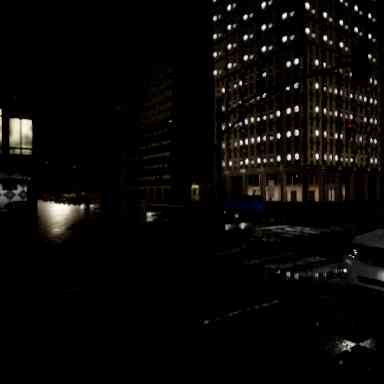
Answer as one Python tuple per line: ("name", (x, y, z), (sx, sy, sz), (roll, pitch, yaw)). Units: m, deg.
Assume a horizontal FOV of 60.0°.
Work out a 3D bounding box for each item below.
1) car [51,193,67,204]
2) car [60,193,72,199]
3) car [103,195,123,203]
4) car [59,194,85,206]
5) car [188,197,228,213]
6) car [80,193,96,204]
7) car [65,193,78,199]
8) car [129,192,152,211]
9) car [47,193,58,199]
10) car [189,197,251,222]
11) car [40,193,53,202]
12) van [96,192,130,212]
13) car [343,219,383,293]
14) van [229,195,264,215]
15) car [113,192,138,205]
("car", (-20.827, 1.290, 53.604), (2.008, 1.369, 4.403), (0, 0, -34))
("car", (-32.613, 1.014, 85.966), (1.752, 1.417, 4.829), (0, 1, -34))
("car", (-13.888, 1.198, 58.302), (1.887, 1.381, 4.507), (0, 1, -34))
("car", (-17.723, 1.332, 49.017), (1.947, 1.339, 4.313), (0, 0, -34))
("car", (1.654, 1.330, 35.381), (1.887, 1.381, 4.507), (0, 0, -34))
("car", (-17.515, 1.257, 53.501), (1.812, 1.442, 4.674), (-1, 1, -34))
("car", (-29.412, 1.067, 81.239), (2.008, 1.369, 4.403), (0, 1, -34))
("car", (-6.552, 1.031, 37.124), (2.150, 2.045, 5.566), (-1, 2, -34))
("car", (-36.531, 1.020, 86.950), (1.812, 1.442, 4.674), (-1, 1, -34))
("car", (1.702, 1.378, 24.932), (2.128, 1.511, 4.902), (-1, 1, -34))
("car", (-27.037, 1.267, 62.780), (1.802, 1.307, 4.206), (0, 0, -34))
("van", (-8.408, 1.187, 35.254), (1.690, 1.788, 3.998), (0, 0, -34))
("car", (5.838, 1.217, 7.728), (5.566, 2.045, 2.150), (0, 0, -35))
("van", (4.833, 1.152, 30.844), (1.690, 1.788, 3.998), (0, 0, -34))
("car", (-10.783, 0.995, 53.713), (2.192, 1.841, 5.009), (0, 1, -34))
